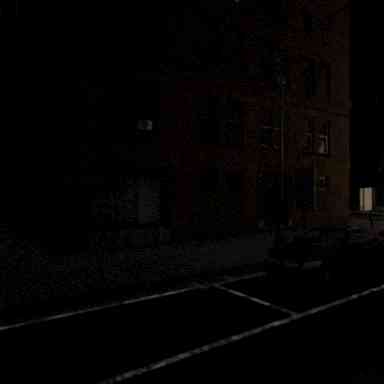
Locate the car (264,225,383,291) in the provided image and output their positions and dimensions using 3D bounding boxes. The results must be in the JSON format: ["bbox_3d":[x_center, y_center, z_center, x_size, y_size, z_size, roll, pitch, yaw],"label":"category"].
[{"bbox_3d":[3.781,1.572,8.885,4.206,1.307,1.802,0,0,-36],"label":"car"}]
